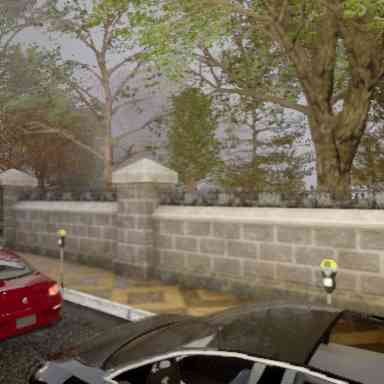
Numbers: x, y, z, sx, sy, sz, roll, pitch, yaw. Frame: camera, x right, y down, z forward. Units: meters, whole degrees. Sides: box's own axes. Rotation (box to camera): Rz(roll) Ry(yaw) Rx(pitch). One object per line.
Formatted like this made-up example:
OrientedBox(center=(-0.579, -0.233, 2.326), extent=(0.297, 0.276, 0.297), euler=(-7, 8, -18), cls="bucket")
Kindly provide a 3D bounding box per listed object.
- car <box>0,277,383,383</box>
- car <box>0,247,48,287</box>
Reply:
OrientedBox(center=(0.562, 1.565, 2.484), extent=(4.313, 1.339, 1.947), euler=(0, -1, 36), cls="car")
OrientedBox(center=(-3.898, 1.575, 5.664), extent=(4.206, 1.307, 1.802), euler=(0, -1, 36), cls="car")
